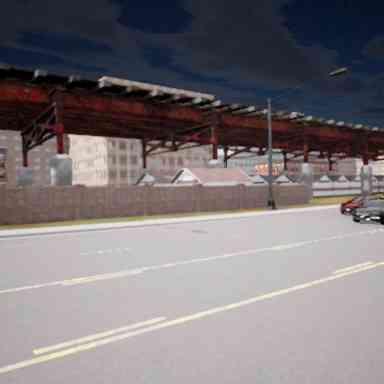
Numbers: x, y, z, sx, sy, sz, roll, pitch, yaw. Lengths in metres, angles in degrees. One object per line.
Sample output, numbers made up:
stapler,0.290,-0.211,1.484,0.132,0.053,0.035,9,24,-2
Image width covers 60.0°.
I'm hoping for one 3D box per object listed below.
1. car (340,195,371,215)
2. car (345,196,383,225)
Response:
car,13.868,1.027,26.670,5.008,1.535,1.882,-2,1,-35
car,12.102,1.171,21.165,4.892,1.490,1.837,-1,1,-35
